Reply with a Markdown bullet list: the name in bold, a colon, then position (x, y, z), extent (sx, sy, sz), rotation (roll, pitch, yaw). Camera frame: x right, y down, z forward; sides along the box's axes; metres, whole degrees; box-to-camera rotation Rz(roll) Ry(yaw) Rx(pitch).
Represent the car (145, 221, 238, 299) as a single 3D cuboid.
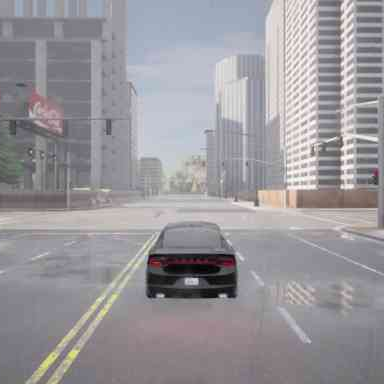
- **car**: position (0.002, 1.478, 8.523), extent (1.882, 1.535, 5.008), rotation (0, 0, 0)
